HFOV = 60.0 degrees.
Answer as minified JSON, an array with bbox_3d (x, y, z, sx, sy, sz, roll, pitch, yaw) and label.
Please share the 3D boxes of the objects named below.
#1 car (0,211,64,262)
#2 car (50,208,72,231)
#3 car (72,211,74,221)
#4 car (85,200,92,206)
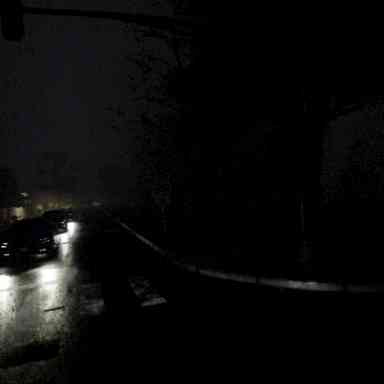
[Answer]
[{"bbox_3d":[-6.998,1.903,14.703,1.882,1.535,5.008,-5,1,-18],"label":"car"},{"bbox_3d":[-10.151,2.111,24.575,1.837,1.490,4.892,-5,1,-18],"label":"car"},{"bbox_3d":[-13.453,2.395,34.983,1.895,1.301,4.718,-5,1,-17],"label":"car"},{"bbox_3d":[-28.392,2.938,90.993,2.033,1.411,5.357,-5,0,-18],"label":"car"}]
